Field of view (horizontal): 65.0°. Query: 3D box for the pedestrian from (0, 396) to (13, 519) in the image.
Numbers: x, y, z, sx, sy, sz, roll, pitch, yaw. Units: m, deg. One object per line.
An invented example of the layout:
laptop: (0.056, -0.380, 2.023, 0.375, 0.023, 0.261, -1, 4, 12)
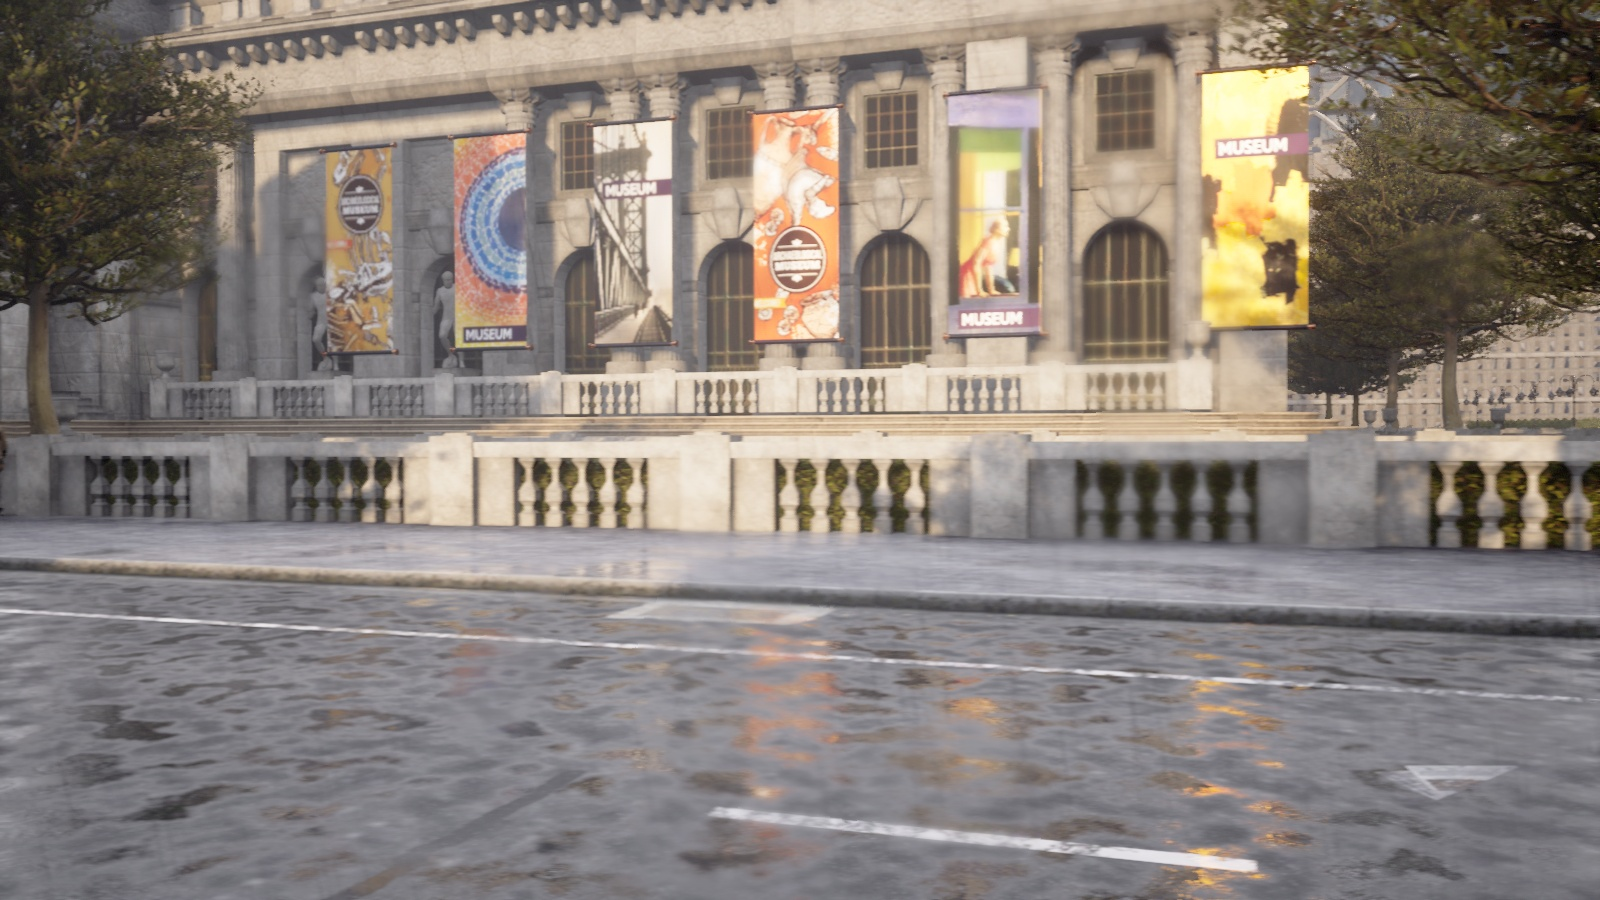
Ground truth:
pedestrian: (-12.949, 0.115, 19.922, 0.692, 1.930, 0.396, 0, 1, 11)
